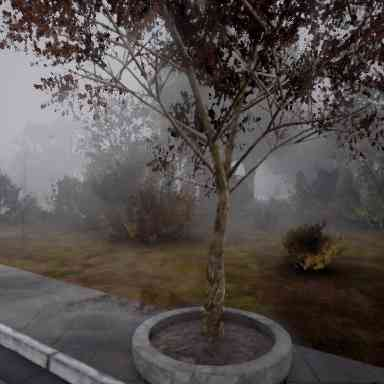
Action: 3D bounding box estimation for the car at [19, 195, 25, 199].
[{"bbox_3d":[-22.628,1.174,43.321,1.837,1.490,4.892,1,0,32],"label":"car"}]
